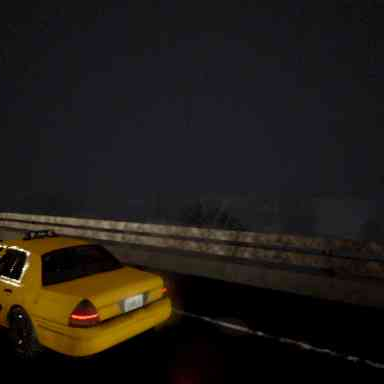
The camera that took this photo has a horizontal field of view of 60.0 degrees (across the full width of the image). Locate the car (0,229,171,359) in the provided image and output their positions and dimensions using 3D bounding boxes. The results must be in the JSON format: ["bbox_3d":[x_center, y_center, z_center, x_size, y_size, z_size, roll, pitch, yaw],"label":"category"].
[{"bbox_3d":[-2.852,1.442,5.923,5.366,1.575,1.801,0,0,36],"label":"car"}]
